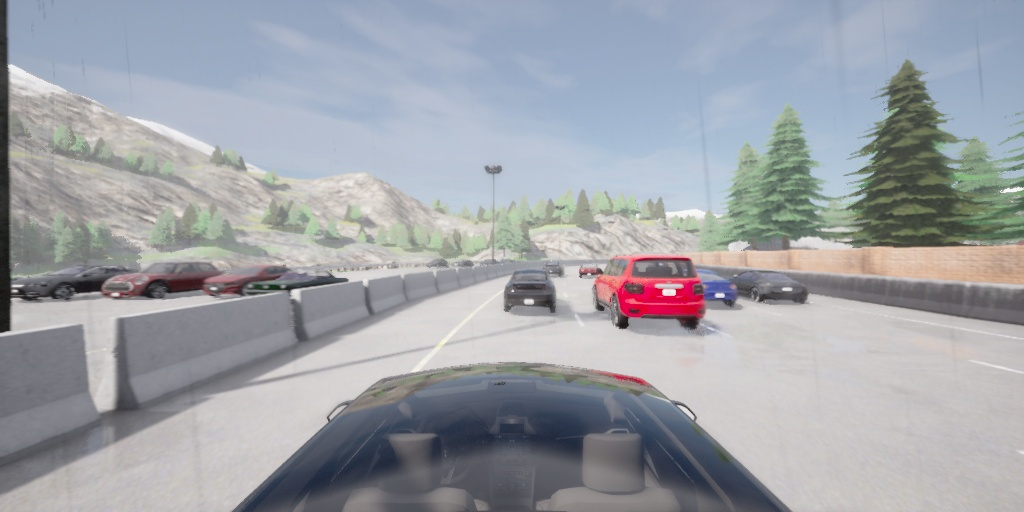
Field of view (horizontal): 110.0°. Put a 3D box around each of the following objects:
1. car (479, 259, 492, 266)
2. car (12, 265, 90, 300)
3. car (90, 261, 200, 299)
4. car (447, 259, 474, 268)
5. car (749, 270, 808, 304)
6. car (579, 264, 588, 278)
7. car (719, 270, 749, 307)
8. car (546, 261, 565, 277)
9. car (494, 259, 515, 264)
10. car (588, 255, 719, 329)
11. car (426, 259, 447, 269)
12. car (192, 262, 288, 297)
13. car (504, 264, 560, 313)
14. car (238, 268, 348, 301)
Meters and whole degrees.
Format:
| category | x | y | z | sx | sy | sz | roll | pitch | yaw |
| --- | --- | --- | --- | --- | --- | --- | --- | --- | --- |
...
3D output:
| category | x | y | z | sx | sy | sz | roll | pitch | yaw |
| --- | --- | --- | --- | --- | --- | --- | --- | --- | --- |
| car | -3.732 | 1.237 | 58.711 | 1.837 | 1.490 | 4.892 | 0 | 0 | 20 |
| car | -20.227 | 1.188 | 17.158 | 2.128 | 1.511 | 4.902 | 0 | 0 | 5 |
| car | -16.674 | 1.057 | 17.506 | 2.097 | 1.767 | 4.553 | 0 | 0 | 6 |
| car | -7.851 | 1.215 | 57.567 | 2.128 | 1.511 | 4.902 | 0 | 0 | 19 |
| car | 11.564 | 1.342 | 16.775 | 1.994 | 1.385 | 4.181 | 0 | 0 | 6 |
| car | 7.492 | 1.367 | 34.609 | 1.895 | 1.301 | 4.718 | 0 | 0 | 13 |
| car | 7.910 | 1.295 | 15.537 | 1.812 | 1.442 | 4.674 | 0 | 0 | 6 |
| car | 4.180 | 1.249 | 35.679 | 2.128 | 1.511 | 4.902 | 0 | 0 | 13 |
| car | -0.888 | 1.246 | 56.351 | 1.837 | 1.490 | 4.892 | 0 | 0 | 20 |
| car | 4.029 | 0.981 | 11.447 | 2.150 | 2.045 | 5.566 | 0 | 0 | 4 |
| car | -11.776 | 1.218 | 56.976 | 1.837 | 1.490 | 4.892 | 0 | 0 | 19 |
| car | -13.075 | 1.192 | 18.540 | 1.882 | 1.535 | 5.008 | 0 | 0 | 7 |
| car | 0.767 | 1.255 | 14.183 | 1.837 | 1.490 | 4.892 | 0 | 0 | 5 |
| car | -9.762 | 1.324 | 16.709 | 1.895 | 1.301 | 4.718 | 0 | 0 | 6 |
